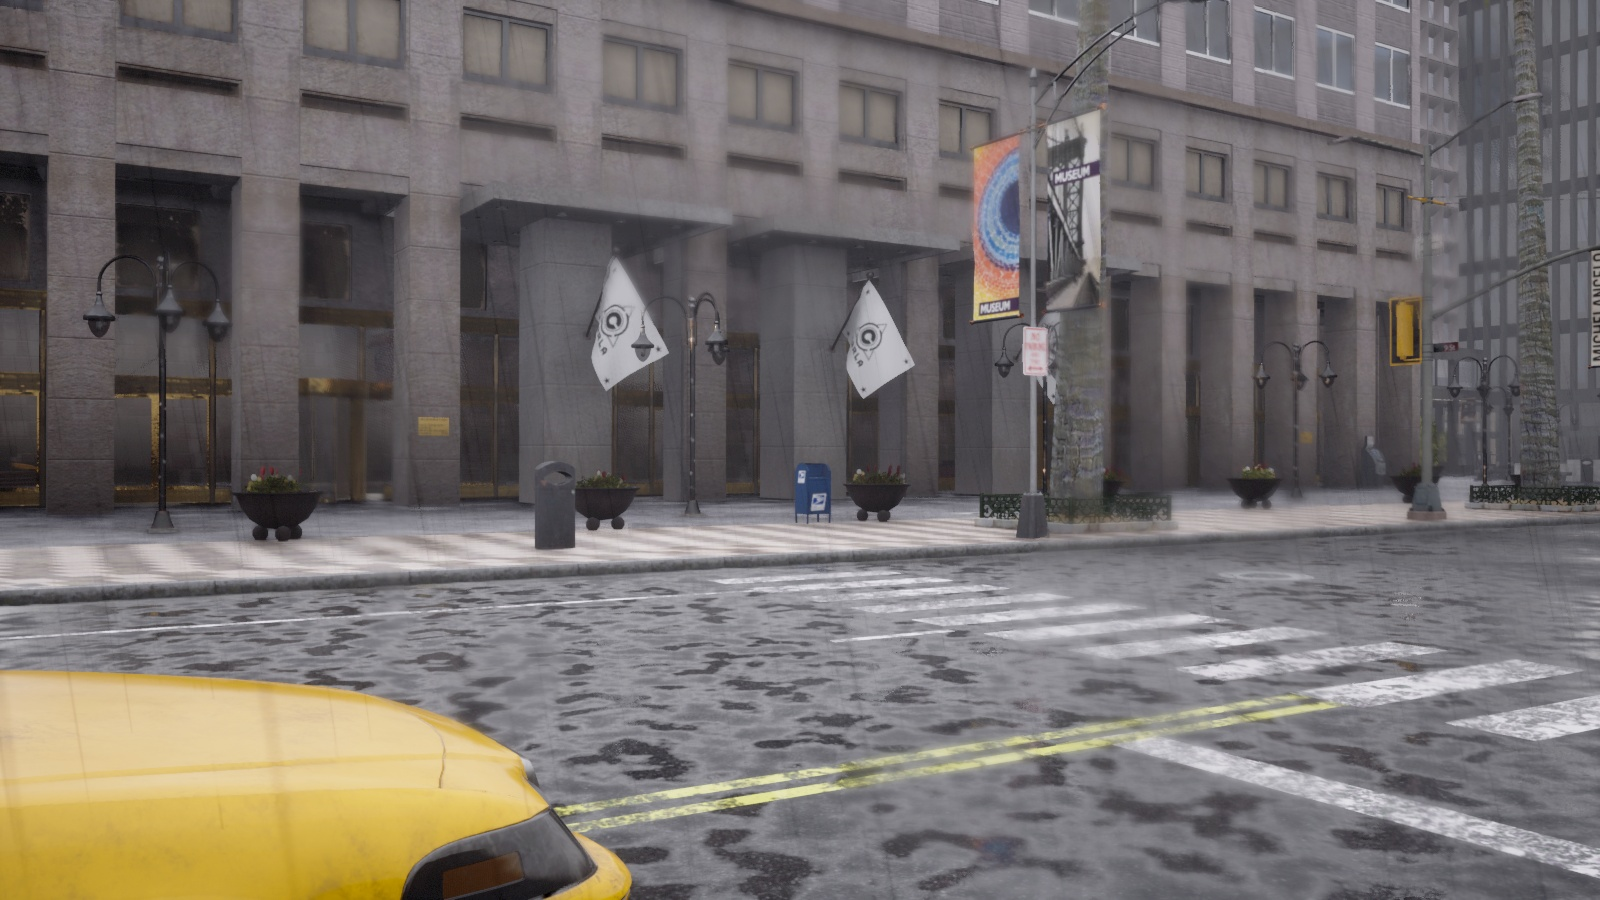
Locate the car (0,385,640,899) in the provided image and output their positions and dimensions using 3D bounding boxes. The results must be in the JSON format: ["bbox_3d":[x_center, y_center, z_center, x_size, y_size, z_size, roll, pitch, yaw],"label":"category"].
[{"bbox_3d":[-3.013,0.694,1.635,5.366,1.575,1.801,0,0,-36],"label":"car"}]
